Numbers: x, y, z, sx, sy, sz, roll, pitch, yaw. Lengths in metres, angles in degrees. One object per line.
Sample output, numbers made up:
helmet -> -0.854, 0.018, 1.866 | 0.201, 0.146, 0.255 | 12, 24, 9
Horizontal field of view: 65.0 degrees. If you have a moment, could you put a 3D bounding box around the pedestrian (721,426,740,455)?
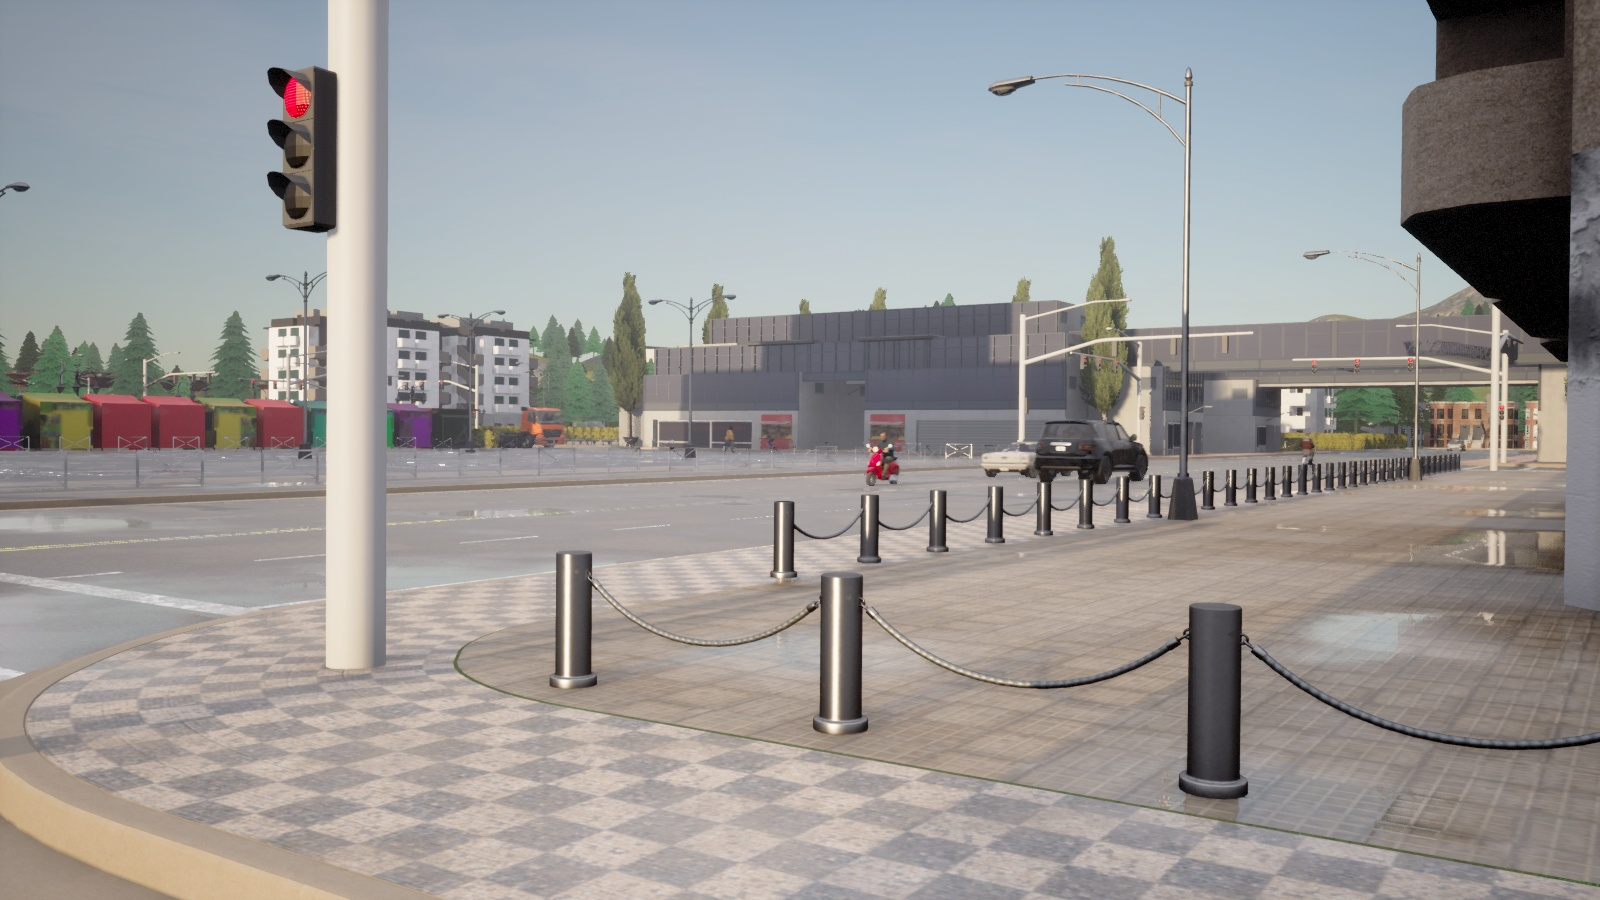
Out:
pedestrian -> -4.451, -0.612, 80.433 | 0.900, 1.855, 0.874 | 0, 1, 36

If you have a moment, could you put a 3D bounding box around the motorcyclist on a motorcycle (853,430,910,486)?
motorcyclist on a motorcycle -> 2.399, 0.217, 36.700 | 0.866, 1.590, 1.817 | 0, 1, 34

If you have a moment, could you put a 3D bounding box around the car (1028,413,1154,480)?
car -> 9.616, -0.144, 41.190 | 2.150, 2.045, 5.566 | 0, 1, 34

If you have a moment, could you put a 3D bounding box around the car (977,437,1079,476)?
car -> 8.301, 0.192, 45.443 | 1.895, 1.301, 4.718 | 0, 1, 34
